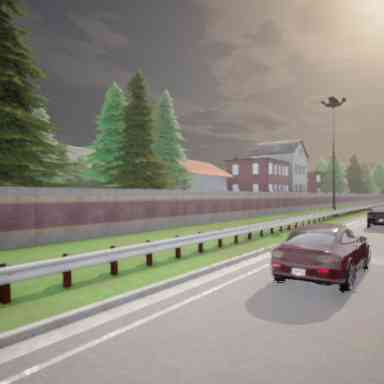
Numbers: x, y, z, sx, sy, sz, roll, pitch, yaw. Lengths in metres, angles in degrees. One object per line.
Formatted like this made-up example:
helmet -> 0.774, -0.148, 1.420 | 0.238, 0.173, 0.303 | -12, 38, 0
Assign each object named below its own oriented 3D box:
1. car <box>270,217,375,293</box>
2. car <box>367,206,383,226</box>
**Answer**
car -> 3.668, 1.614, 9.228 | 1.812, 1.442, 4.674 | 0, -1, 35
car -> 13.608, 1.699, 23.442 | 1.882, 1.535, 5.008 | 0, -1, 35
